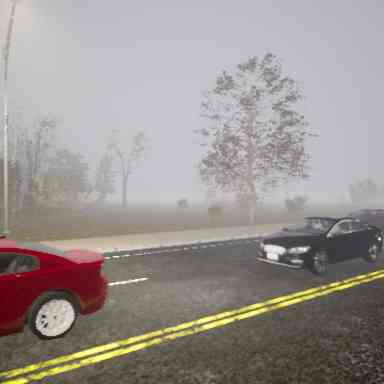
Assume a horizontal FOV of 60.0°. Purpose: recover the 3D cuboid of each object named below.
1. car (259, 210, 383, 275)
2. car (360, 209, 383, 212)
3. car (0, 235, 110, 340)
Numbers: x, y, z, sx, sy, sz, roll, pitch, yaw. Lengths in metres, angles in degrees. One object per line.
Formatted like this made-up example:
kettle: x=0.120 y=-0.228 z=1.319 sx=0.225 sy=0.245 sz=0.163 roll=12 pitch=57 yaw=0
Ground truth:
car: x=4.245 y=1.541 z=10.685 sx=4.902 sy=1.511 sz=2.128 roll=0 pitch=0 yaw=-35
car: x=9.954 y=1.669 z=18.643 sx=4.181 sy=1.385 sz=1.994 roll=0 pitch=0 yaw=-35
car: x=-3.777 y=1.475 z=4.966 sx=5.008 sy=1.535 sz=1.882 roll=1 pitch=0 yaw=-36
